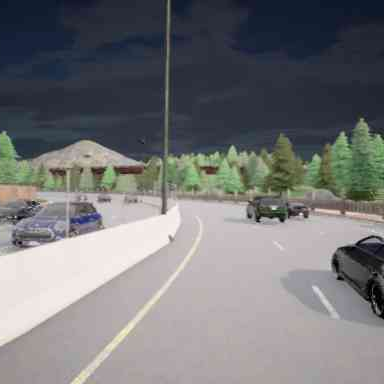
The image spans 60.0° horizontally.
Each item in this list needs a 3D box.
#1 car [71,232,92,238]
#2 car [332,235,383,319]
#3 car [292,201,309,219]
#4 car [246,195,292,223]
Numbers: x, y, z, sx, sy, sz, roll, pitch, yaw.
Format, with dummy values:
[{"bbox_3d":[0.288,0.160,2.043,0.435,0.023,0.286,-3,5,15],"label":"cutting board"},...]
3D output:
[{"bbox_3d":[-5.375,1.224,13.951,2.097,1.767,4.553,1,0,5],"label":"car"},{"bbox_3d":[4.547,1.633,7.329,1.994,1.385,4.181,1,0,9],"label":"car"},{"bbox_3d":[9.065,1.611,30.485,1.837,1.490,4.892,1,0,-3],"label":"car"},{"bbox_3d":[5.805,1.275,26.505,2.150,2.045,5.566,1,0,-1],"label":"car"}]
